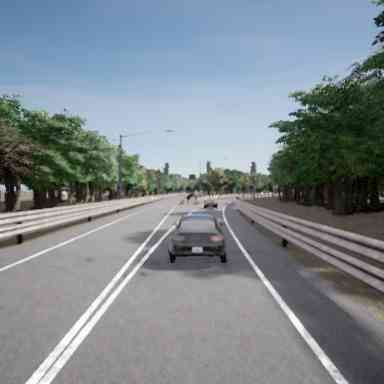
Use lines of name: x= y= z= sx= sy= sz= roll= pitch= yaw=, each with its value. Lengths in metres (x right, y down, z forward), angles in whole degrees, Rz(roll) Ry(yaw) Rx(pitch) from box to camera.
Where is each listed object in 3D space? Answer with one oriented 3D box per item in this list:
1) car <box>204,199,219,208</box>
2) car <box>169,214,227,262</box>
car: x=2.773 y=1.587 z=46.757 sx=1.895 sy=1.301 sz=4.718 roll=0 pitch=0 yaw=7
car: x=0.227 y=1.514 z=11.975 sx=1.812 sy=1.442 sz=4.674 roll=0 pitch=0 yaw=2
